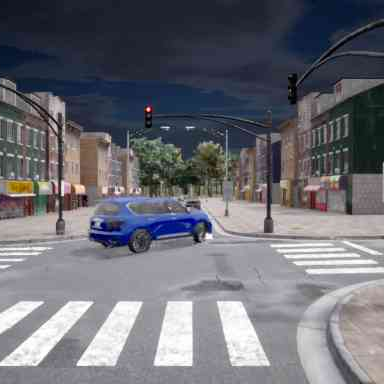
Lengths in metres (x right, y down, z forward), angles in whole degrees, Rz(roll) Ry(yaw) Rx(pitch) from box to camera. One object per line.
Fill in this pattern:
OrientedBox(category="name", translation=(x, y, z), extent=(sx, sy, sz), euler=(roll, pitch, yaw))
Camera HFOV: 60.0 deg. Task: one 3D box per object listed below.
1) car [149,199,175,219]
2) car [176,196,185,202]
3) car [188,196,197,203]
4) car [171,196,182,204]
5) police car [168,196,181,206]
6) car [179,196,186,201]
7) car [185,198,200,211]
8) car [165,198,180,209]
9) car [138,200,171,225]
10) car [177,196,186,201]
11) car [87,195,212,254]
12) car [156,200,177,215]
OrientedBox(category="car", translation=(-2.648, 1.448, 29.992), extent=(1.967, 1.590, 4.097), euler=(-1, 0, 0))
OrientedBox(category="car", translation=(-2.648, 1.625, 78.905), extent=(2.008, 1.369, 4.403), euler=(-1, 0, 0))
OrientedBox(category="car", translation=(0.099, 1.619, 69.081), extent=(1.994, 1.385, 4.181), euler=(0, 0, 0))
OrientedBox(category="car", translation=(-3.022, 1.554, 64.176), extent=(1.837, 1.490, 4.892), euler=(0, 0, 0))
OrientedBox(category="police car", translation=(-3.010, 1.464, 57.286), extent=(1.930, 1.638, 5.238), euler=(0, 0, 0))
OrientedBox(category="car", translation=(-2.648, 1.677, 89.775), extent=(1.802, 1.307, 4.206), euler=(-1, 0, 0))
OrientedBox(category="car", translation=(0.099, 1.524, 42.358), extent=(1.837, 1.490, 4.892), euler=(0, 0, 0))
OrientedBox(category="car", translation=(-2.648, 1.569, 46.296), extent=(1.887, 1.381, 4.507), euler=(-1, 0, 0))
OrientedBox(category="car", translation=(-2.648, 1.444, 24.558), extent=(1.967, 1.590, 4.097), euler=(-1, 0, 0))
OrientedBox(category="car", translation=(-2.648, 1.650, 84.340), extent=(1.947, 1.339, 4.313), euler=(-1, 0, 0))
OrientedBox(category="car", translation=(-1.550, 1.226, 13.861), extent=(2.150, 2.045, 5.566), euler=(2, 2, 43))
OrientedBox(category="car", translation=(-2.647, 1.578, 35.427), extent=(1.947, 1.339, 4.313), euler=(-1, 0, 0))
